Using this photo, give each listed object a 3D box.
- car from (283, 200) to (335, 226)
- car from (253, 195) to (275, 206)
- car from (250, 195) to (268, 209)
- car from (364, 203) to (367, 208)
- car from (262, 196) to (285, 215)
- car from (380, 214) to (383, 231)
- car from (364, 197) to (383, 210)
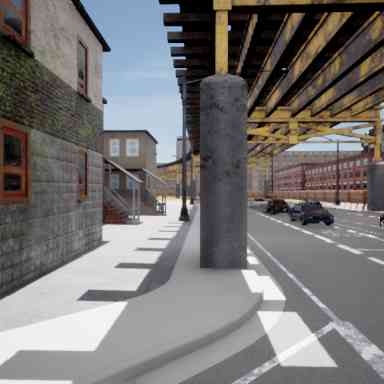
[{"bbox_3d":[8.352,1.551,23.831,2.033,1.411,5.357,0,0,2],"label":"car"},{"bbox_3d":[12.163,1.358,56.319,2.097,1.767,4.553,0,0,-10],"label":"car"},{"bbox_3d":[8.967,1.531,44.323,1.812,1.442,4.674,0,0,0],"label":"car"},{"bbox_3d":[24.929,1.302,42.613,4.536,1.218,1.853,0,0,32],"label":"car"},{"bbox_3d":[8.706,1.506,33.612,1.837,1.490,4.892,0,1,2],"label":"car"},{"bbox_3d":[11.815,1.480,17.418,1.882,1.535,5.008,0,0,2],"label":"car"},{"bbox_3d":[24.885,1.459,42.640,4.974,1.542,2.038,0,0,32],"label":"car"}]
